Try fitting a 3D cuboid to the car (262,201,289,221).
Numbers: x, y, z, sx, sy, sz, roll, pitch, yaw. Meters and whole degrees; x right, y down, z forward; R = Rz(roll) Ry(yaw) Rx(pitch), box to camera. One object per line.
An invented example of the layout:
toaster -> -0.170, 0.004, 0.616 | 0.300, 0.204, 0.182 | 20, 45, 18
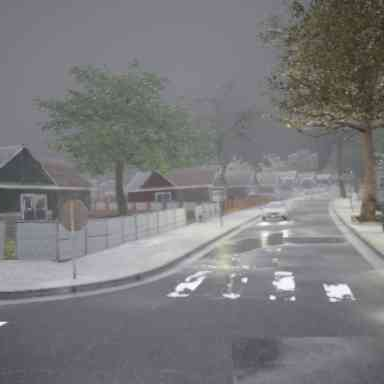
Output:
car -> 6.840, 1.501, 27.043 | 1.812, 1.442, 4.674 | -4, -1, 20
